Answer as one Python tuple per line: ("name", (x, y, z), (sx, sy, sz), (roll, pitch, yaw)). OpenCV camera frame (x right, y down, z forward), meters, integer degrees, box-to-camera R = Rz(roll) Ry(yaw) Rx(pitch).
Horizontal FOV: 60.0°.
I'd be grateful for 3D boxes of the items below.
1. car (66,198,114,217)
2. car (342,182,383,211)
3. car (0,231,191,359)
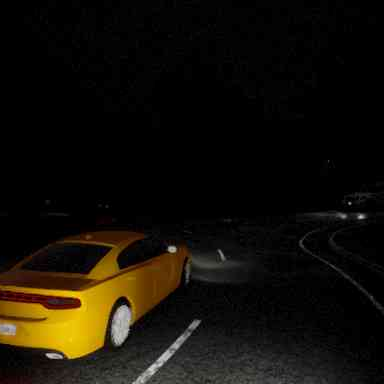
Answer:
("car", (-9.590, 1.324, 31.063), (4.553, 1.767, 2.097), (1, 1, 28))
("car", (15.210, 0.301, 27.720), (5.566, 2.045, 2.150), (-6, 2, -21))
("car", (-1.484, 1.483, 6.356), (1.882, 1.535, 5.008), (0, 0, 17))
